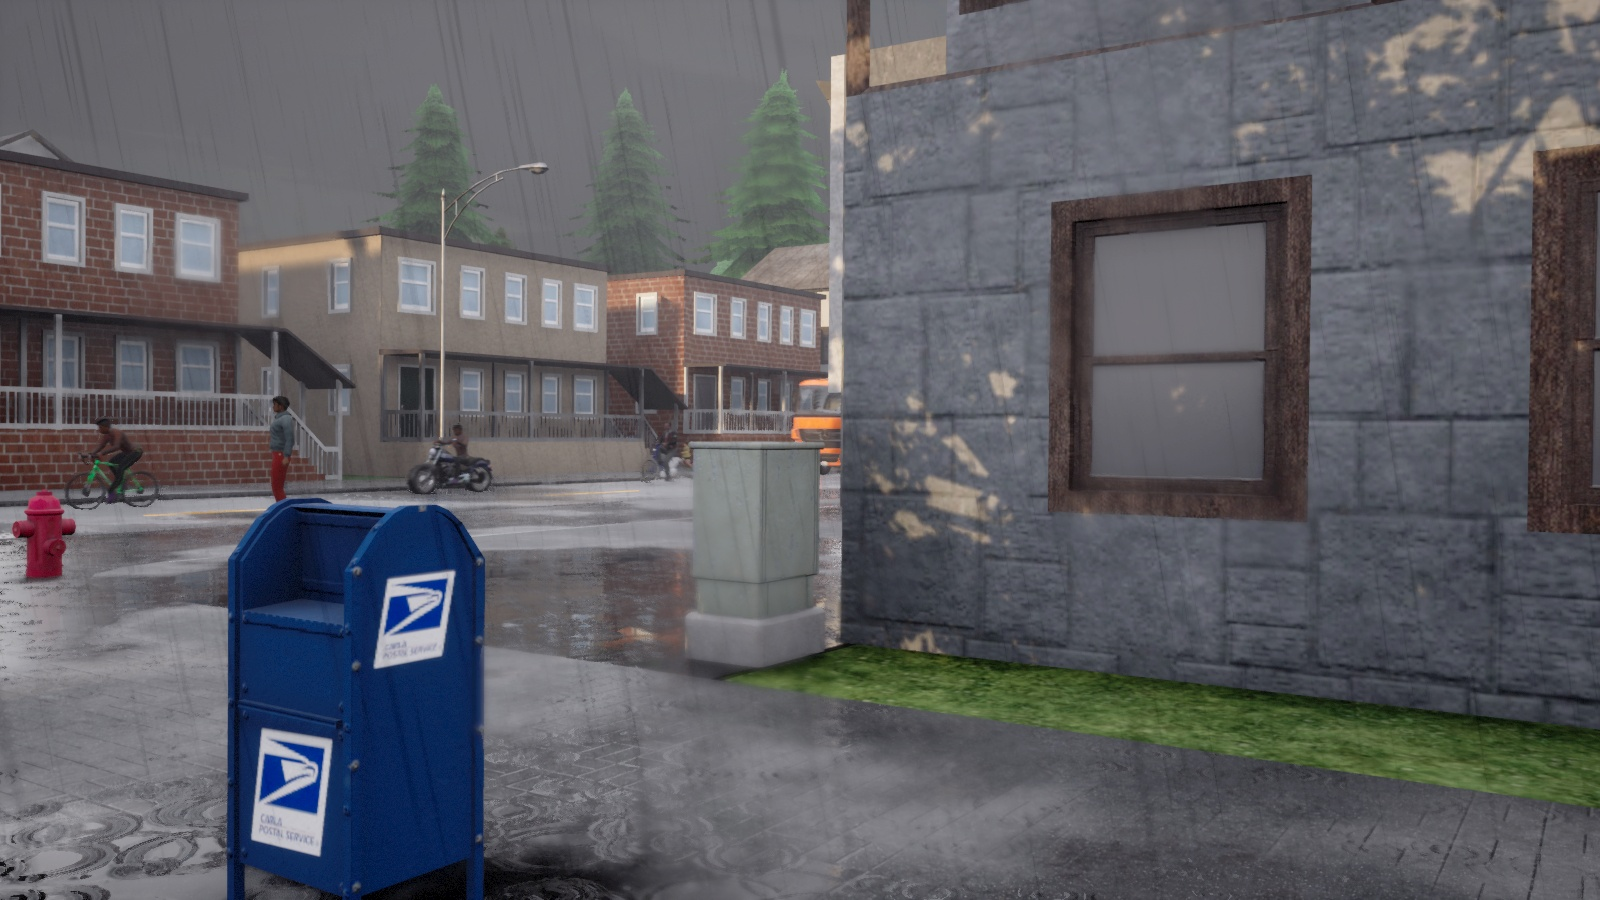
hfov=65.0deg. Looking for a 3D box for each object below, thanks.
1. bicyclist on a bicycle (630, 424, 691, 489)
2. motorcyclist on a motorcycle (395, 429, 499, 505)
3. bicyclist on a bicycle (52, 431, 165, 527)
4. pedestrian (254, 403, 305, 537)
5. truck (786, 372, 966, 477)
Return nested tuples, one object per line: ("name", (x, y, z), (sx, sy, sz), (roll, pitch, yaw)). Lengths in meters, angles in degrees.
("bicyclist on a bicycle", (-3.877, 0.158, 35.112), (0.659, 1.776, 1.843), (0, 1, 33))
("motorcyclist on a motorcycle", (-8.062, 0.362, 28.785), (0.766, 1.649, 2.350), (0, 1, 33))
("bicyclist on a bicycle", (-12.294, 0.490, 22.371), (0.582, 1.620, 1.656), (0, 1, 34))
("pedestrian", (-7.312, 0.267, 17.629), (0.614, 1.847, 0.353), (-1, 1, -26))
("truck", (2.925, -0.897, 45.394), (2.891, 3.462, 7.936), (0, 1, 33))
